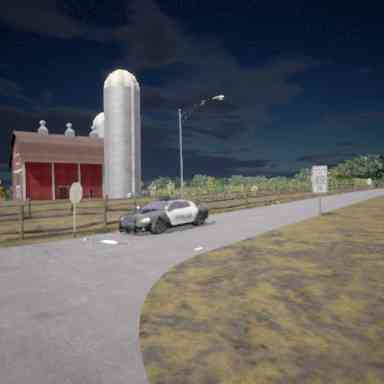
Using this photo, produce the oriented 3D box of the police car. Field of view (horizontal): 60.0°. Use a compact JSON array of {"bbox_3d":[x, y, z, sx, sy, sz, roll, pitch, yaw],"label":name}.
[{"bbox_3d":[-1.266,1.056,15.776,2.038,1.542,4.974,-1,1,36],"label":"police car"}]
